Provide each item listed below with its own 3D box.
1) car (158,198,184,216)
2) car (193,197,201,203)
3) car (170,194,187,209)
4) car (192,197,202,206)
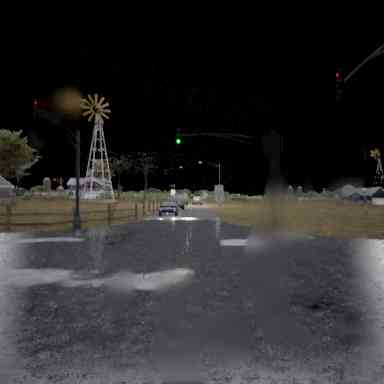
[{"bbox_3d":[-2.256,1.650,33.894,2.033,1.411,5.357,0,0,1],"label":"car"},{"bbox_3d":[1.104,1.727,72.989,1.812,1.442,4.674,0,0,1],"label":"car"},{"bbox_3d":[-2.105,1.383,45.430,2.150,2.045,5.566,0,0,0],"label":"car"},{"bbox_3d":[0.964,1.817,62.514,2.033,1.411,5.357,0,0,1],"label":"car"}]
